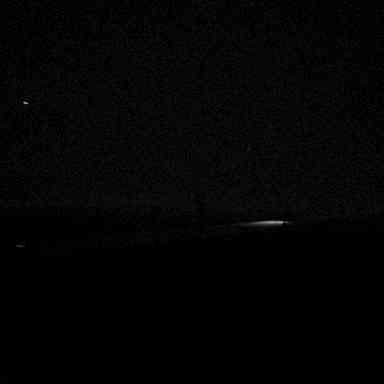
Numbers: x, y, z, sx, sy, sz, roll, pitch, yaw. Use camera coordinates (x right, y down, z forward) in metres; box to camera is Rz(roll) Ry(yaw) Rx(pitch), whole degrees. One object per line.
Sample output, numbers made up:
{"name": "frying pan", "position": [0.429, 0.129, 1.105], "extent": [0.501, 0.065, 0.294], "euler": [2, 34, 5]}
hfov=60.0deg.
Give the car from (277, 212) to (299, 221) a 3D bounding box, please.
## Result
{"name": "car", "position": [14.342, 3.610, 49.658], "extent": [1.895, 1.301, 4.718], "euler": [-2, -3, 35]}
